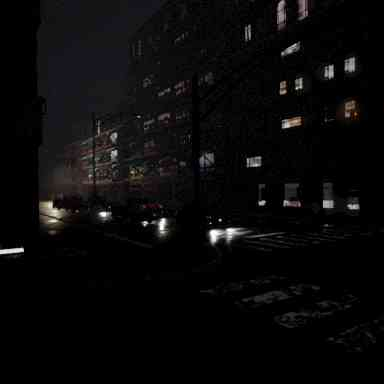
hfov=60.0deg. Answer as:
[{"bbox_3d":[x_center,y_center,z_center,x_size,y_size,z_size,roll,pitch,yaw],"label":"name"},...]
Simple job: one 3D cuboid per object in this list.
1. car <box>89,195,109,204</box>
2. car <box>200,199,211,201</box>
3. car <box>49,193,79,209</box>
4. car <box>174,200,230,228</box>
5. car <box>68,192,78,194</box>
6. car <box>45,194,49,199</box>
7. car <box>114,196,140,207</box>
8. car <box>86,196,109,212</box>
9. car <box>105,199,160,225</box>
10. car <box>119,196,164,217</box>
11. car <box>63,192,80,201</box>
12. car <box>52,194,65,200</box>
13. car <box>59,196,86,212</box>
[{"bbox_3d":[-15.501,1.217,55.303,1.752,1.417,4.829,-1,1,-35],"label":"car"},{"bbox_3d":[0.788,1.360,31.821,1.887,1.381,4.507,-1,1,-35],"label":"car"},{"bbox_3d":[-15.862,1.313,41.049,1.967,1.590,4.097,-1,1,-35],"label":"car"},{"bbox_3d":[0.586,1.508,21.720,1.994,1.385,4.181,-1,1,-34],"label":"car"},{"bbox_3d":[-19.807,1.210,56.810,2.128,1.511,4.902,-1,1,-35],"label":"car"},{"bbox_3d":[-34.831,1.075,83.389,1.752,1.417,4.829,-1,1,-35],"label":"car"},{"bbox_3d":[-9.057,1.266,45.942,1.752,1.417,4.829,-1,1,-35],"label":"car"},{"bbox_3d":[-9.906,1.426,36.971,1.994,1.385,4.181,-1,1,-35],"label":"car"},{"bbox_3d":[-4.406,1.509,24.178,1.887,1.381,4.507,-1,1,-35],"label":"car"},{"bbox_3d":[-4.310,1.258,28.826,2.097,1.767,4.553,-1,1,-35],"label":"car"},{"bbox_3d":[-25.071,0.935,69.204,2.192,1.841,5.009,-1,1,-35],"label":"car"},{"bbox_3d":[-31.513,1.125,78.569,2.008,1.369,4.403,-1,1,-35],"label":"car"},{"bbox_3d":[-12.640,1.448,36.369,2.008,1.369,4.403,-1,1,-35],"label":"car"}]
